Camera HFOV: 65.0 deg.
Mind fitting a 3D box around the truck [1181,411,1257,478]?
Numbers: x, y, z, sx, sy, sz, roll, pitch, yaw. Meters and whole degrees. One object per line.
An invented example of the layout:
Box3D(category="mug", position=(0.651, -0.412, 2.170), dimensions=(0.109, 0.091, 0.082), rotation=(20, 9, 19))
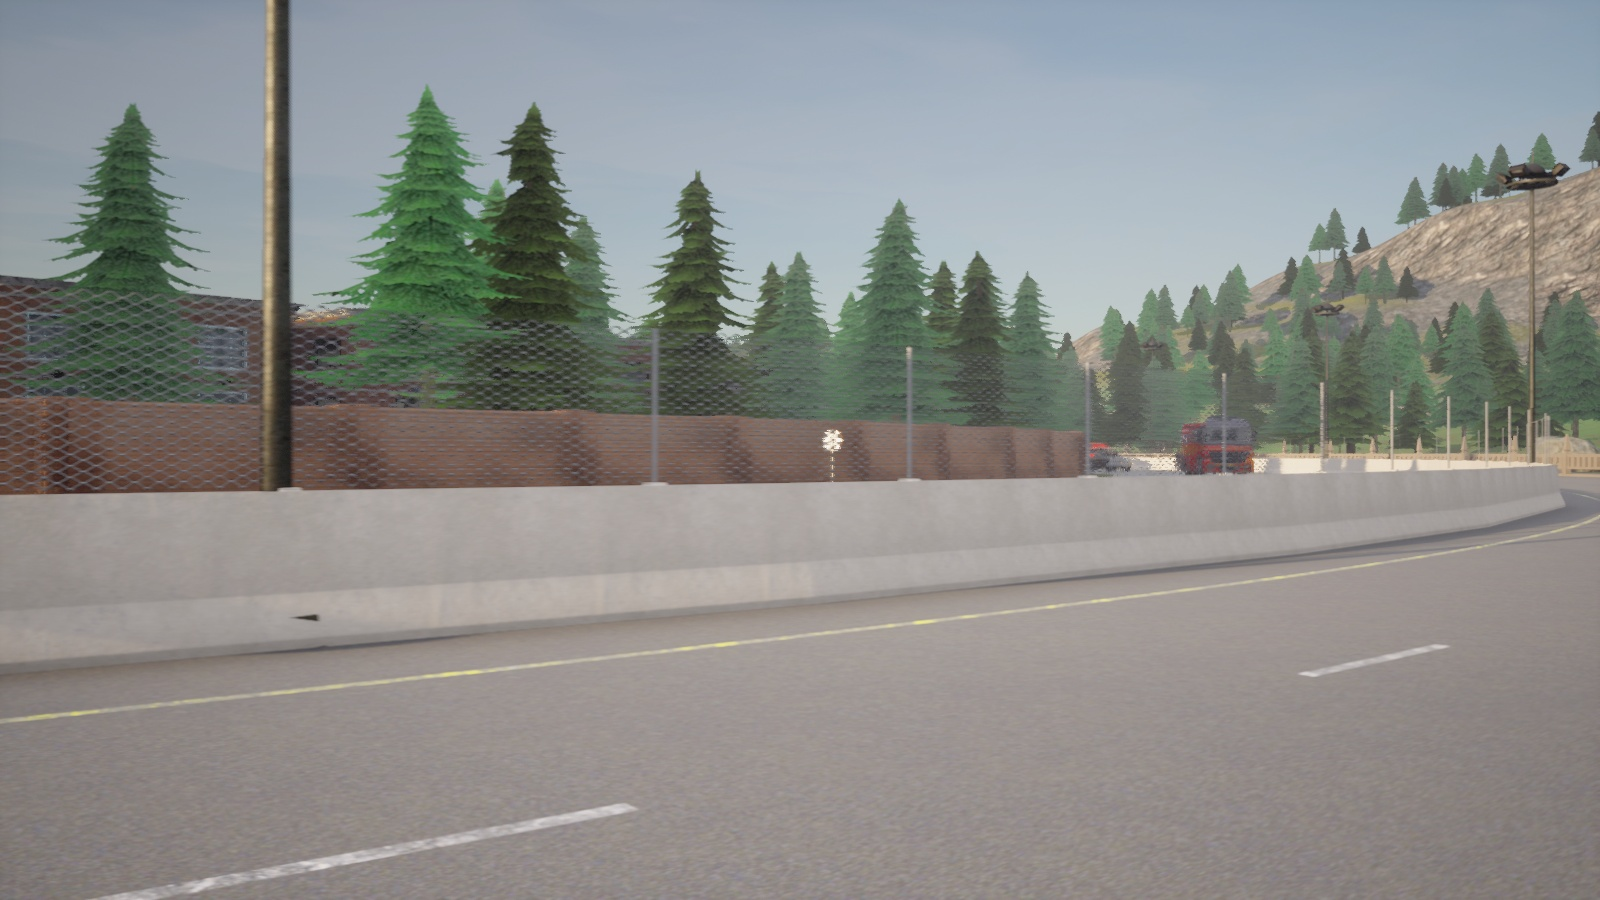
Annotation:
Box3D(category="truck", position=(25.330, -0.285, 76.307), dimensions=(2.891, 3.827, 8.468), rotation=(0, 0, 8))
